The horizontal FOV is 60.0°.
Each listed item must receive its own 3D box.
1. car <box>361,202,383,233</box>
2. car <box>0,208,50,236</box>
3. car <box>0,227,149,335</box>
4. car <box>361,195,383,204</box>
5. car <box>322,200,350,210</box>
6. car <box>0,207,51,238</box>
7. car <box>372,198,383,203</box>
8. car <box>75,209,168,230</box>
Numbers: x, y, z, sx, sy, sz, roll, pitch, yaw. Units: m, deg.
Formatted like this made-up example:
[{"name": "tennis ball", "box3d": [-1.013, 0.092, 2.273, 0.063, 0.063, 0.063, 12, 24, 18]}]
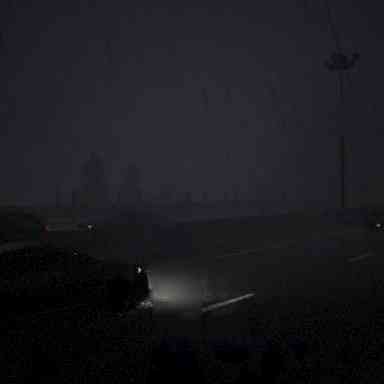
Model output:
[{"name": "car", "box3d": [11.700, 1.576, 19.349, 4.902, 1.511, 2.128, 0, -1, -43]}, {"name": "car", "box3d": [-7.455, 1.476, 11.734, 4.553, 1.767, 2.097, 0, -1, -39]}, {"name": "car", "box3d": [-2.913, 1.625, 6.197, 4.181, 1.385, 1.994, 0, 0, -39]}, {"name": "car", "box3d": [26.042, 1.482, 47.295, 5.566, 2.045, 2.150, 1, -1, -43]}, {"name": "car", "box3d": [20.299, 1.798, 46.739, 5.357, 1.411, 2.033, 0, -1, -43]}, {"name": "car", "box3d": [-10.615, 1.666, 18.168, 5.008, 1.535, 1.882, 0, -1, -41]}, {"name": "car", "box3d": [24.213, 1.747, 40.820, 4.181, 1.385, 1.994, 0, -1, -43]}, {"name": "car", "box3d": [-3.915, 1.715, 19.427, 5.357, 1.411, 2.033, 0, -1, -43]}]
